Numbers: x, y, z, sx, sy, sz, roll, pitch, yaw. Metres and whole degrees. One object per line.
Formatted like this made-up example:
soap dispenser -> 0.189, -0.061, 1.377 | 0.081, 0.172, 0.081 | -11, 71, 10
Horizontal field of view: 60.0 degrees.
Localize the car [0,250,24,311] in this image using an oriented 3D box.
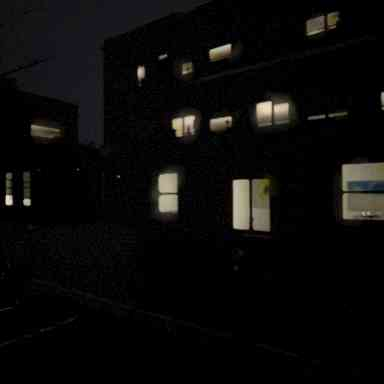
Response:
car -> -4.957, 1.525, 6.424 | 4.403, 1.369, 2.008 | 0, -1, 36
